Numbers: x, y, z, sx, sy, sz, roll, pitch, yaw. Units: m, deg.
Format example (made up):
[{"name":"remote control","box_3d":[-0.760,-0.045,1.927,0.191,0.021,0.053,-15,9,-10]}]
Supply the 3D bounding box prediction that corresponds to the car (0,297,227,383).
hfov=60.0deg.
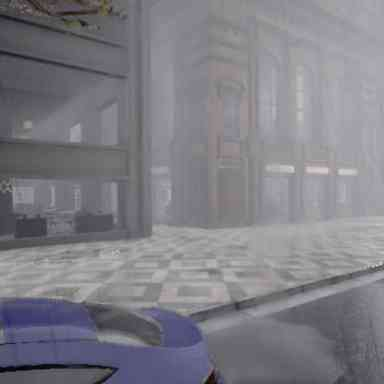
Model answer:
[{"name":"car","box_3d":[-1.863,1.526,1.928,4.674,1.442,1.812,0,0,-35]}]
